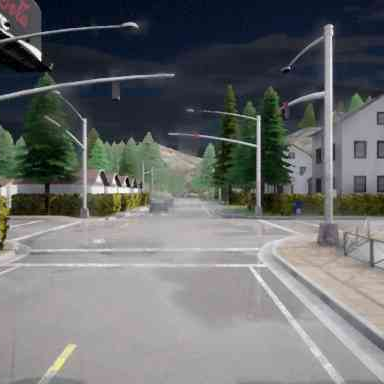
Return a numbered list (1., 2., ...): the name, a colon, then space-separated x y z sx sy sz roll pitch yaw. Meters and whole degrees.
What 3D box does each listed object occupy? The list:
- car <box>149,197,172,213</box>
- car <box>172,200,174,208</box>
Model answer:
1. car: -3.597 1.525 37.117 1.812 1.442 4.674 0 0 0
2. car: -3.591 1.505 47.085 1.837 1.490 4.892 0 0 0
